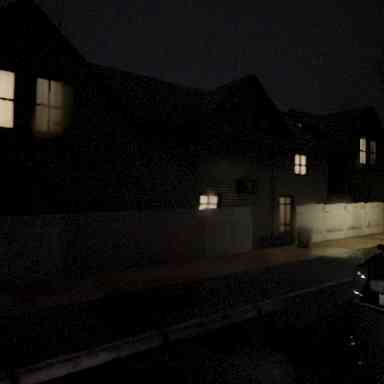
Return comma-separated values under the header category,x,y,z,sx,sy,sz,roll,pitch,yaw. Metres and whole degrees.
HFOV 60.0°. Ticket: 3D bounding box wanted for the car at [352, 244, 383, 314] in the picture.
category,x,y,z,sx,sy,sz,roll,pitch,yaw
car,5.178,1.500,6.759,4.902,1.511,2.128,0,0,-35
